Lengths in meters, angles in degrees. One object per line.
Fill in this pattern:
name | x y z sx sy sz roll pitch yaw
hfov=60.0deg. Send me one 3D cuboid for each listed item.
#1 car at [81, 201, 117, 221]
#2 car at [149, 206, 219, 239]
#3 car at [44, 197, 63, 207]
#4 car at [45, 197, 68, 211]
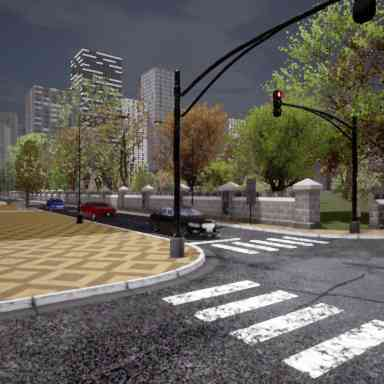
car | -8.114 1.550 28.714 1.882 1.535 5.008 0 0 -34
car | -0.555 1.525 17.578 2.128 1.511 4.902 0 0 -34
car | -24.149 1.673 58.032 2.128 1.511 4.902 0 0 -34
car | -17.261 1.646 42.254 1.812 1.442 4.674 0 0 -34
